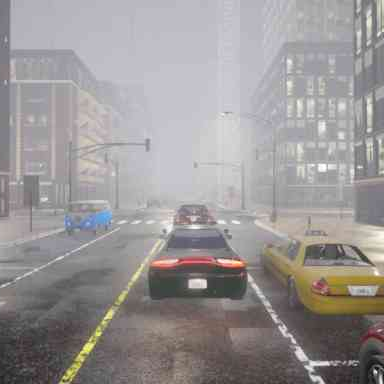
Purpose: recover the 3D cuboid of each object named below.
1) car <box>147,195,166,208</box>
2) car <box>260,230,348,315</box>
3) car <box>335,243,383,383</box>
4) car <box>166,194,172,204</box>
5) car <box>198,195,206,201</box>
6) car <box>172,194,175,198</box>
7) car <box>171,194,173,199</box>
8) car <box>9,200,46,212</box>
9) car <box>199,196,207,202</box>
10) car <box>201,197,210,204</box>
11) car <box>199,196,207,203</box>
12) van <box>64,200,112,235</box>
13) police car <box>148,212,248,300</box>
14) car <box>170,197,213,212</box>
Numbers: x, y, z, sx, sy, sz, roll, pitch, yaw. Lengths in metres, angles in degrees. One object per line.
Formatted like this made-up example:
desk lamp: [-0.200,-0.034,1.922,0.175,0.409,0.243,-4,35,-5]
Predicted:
car: [-5.684,1.408,50.859,2.192,1.841,5.009,0,0,0]
car: [2.707,1.529,7.577,1.752,1.417,4.829,1,0,0]
car: [2.706,1.441,1.883,1.967,1.590,4.097,1,0,0]
car: [-5.687,1.720,67.846,1.947,1.339,4.313,0,0,0]
car: [2.692,1.705,90.499,1.967,1.590,4.097,0,0,0]
car: [-5.687,1.647,79.172,1.967,1.590,4.097,0,0,0]
car: [-5.688,1.761,73.508,1.802,1.307,4.206,0,0,0]
car: [-19.055,1.538,37.861,4.507,1.381,1.887,0,-1,0]
car: [2.692,1.801,84.835,1.947,1.339,4.313,0,0,0]
car: [2.693,1.680,68.017,1.752,1.417,4.829,0,0,0]
car: [2.692,1.733,79.342,1.752,1.417,4.829,0,0,0]
van: [-5.660,1.358,18.453,1.690,1.788,3.998,1,0,0]
police car: [0.102,1.509,8.506,2.038,1.542,4.974,0,0,0]
car: [0.085,1.369,18.616,2.097,1.767,4.553,0,0,0]
